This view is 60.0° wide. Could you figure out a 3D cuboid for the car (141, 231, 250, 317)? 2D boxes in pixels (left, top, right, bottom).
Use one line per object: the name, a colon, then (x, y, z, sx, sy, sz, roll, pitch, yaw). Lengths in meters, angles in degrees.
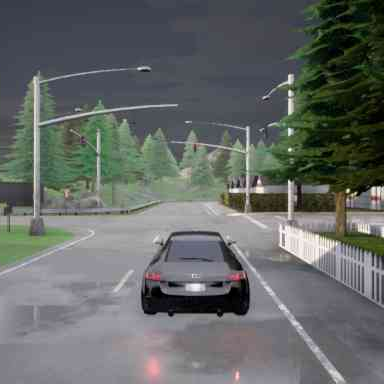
car: (0.077, 1.564, 7.565, 1.994, 1.385, 4.181, 0, 0, 1)
